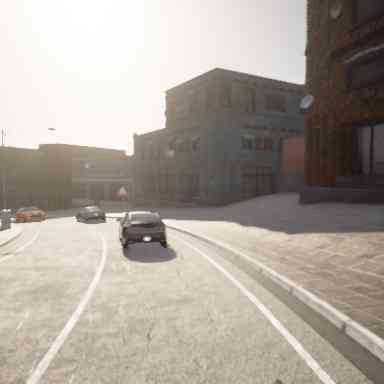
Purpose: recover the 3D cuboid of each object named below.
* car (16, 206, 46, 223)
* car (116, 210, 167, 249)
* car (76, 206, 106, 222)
[{"bbox_3d":[-17.605,2.340,36.308,2.097,1.767,4.553,-3,-1,-41],"label":"car"},{"bbox_3d":[-2.341,1.604,15.251,1.837,1.490,4.892,-1,-1,-14],"label":"car"},{"bbox_3d":[-9.783,2.093,31.905,1.994,1.385,4.181,-2,-1,-32],"label":"car"}]
